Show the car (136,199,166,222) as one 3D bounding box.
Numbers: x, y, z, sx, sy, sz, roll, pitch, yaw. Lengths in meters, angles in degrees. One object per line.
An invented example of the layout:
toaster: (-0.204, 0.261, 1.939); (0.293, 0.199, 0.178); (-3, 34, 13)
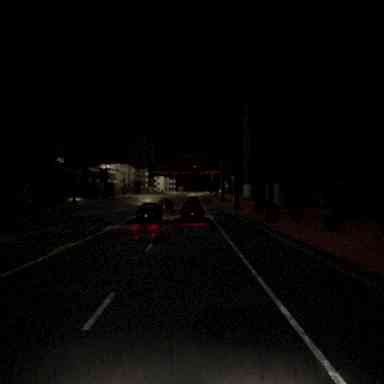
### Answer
car: (-3.445, 1.597, 27.326); (1.812, 1.442, 4.674); (0, 0, 0)

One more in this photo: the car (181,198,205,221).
car: (0.059, 1.550, 28.081); (1.882, 1.535, 5.008); (0, 0, 0)

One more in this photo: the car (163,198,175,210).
car: (-3.415, 1.604, 44.179); (1.837, 1.490, 4.892); (0, 0, 0)

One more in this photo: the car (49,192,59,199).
car: (-29.479, 0.766, 69.989); (1.970, 1.475, 3.806); (0, 2, 0)
